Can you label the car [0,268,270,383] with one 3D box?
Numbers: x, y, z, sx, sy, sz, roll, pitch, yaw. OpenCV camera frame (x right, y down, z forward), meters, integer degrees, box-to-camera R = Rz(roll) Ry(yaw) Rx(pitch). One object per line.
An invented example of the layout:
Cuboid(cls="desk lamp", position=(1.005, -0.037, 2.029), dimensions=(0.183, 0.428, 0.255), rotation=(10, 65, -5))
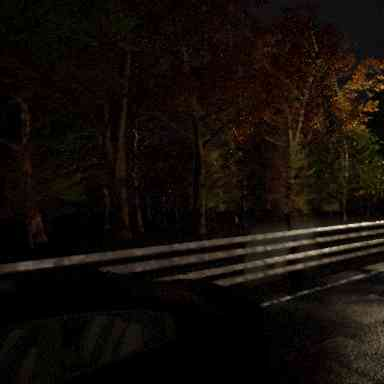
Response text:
Cuboid(cls="car", position=(-1.570, 1.477, 2.563), dimensions=(5.008, 1.535, 1.882), rotation=(0, 0, -35))
